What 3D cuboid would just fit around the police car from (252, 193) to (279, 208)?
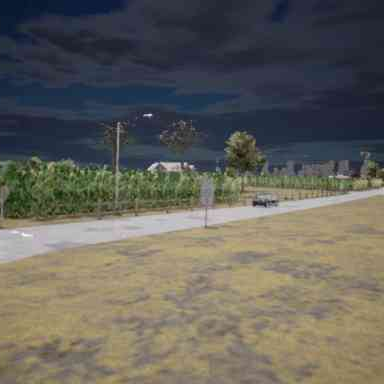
[{"bbox_3d":[9.088,0.980,41.002,1.930,1.638,5.238,3,2,36],"label":"police car"}]
